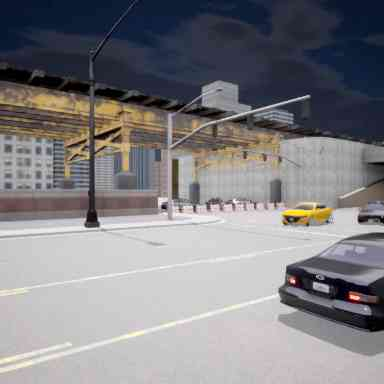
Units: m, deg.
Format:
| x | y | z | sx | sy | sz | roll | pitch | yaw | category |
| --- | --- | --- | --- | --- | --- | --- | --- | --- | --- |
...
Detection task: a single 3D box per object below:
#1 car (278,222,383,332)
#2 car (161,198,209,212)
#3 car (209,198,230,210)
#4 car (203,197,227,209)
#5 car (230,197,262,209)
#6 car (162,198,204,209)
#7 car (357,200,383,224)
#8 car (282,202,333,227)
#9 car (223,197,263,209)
| x | y | z | sx | sy | sz | roll | pitch | yaw | category |
| --- | --- | --- | --- | --- | --- | --- | --- | --- | --- |
| 4.079 | 1.547 | 6.688 | 5.357 | 1.411 | 2.033 | 0 | 0 | -35 | car |
| -0.930 | 1.453 | 37.810 | 4.974 | 1.542 | 2.038 | 0 | 0 | 8 | car |
| 2.815 | 1.453 | 40.495 | 2.038 | 1.542 | 4.974 | 0 | 0 | 18 | car |
| 2.831 | 1.295 | 40.545 | 1.853 | 1.218 | 4.536 | 0 | 0 | 18 | car |
| 6.674 | 1.295 | 44.249 | 4.536 | 1.218 | 1.853 | 0 | 0 | -7 | car |
| -0.981 | 1.295 | 37.817 | 4.536 | 1.218 | 1.853 | 0 | 0 | 8 | car |
| 13.442 | 1.547 | 24.325 | 2.033 | 1.411 | 5.357 | 0 | 0 | 35 | car |
| 8.075 | 1.477 | 23.024 | 1.882 | 1.535 | 5.008 | 1 | 1 | 43 | car |
| 6.725 | 1.453 | 44.255 | 4.974 | 1.542 | 2.038 | 0 | 0 | -7 | car |
